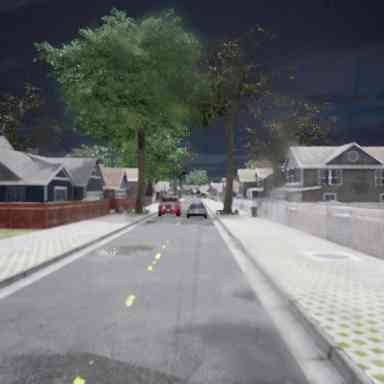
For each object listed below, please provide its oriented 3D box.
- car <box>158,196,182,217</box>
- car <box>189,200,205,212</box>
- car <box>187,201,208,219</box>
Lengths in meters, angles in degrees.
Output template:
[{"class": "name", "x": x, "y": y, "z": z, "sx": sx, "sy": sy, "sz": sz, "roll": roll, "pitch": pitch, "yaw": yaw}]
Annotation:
[{"class": "car", "x": -2.265, "y": 1.458, "z": 35.105, "sx": 2.150, "sy": 2.045, "sz": 5.566, "roll": 0, "pitch": 0, "yaw": 1}, {"class": "car", "x": 0.689, "y": 1.887, "z": 45.878, "sx": 1.994, "sy": 1.385, "sz": 4.181, "roll": 0, "pitch": 0, "yaw": 1}, {"class": "car", "x": 0.509, "y": 1.797, "z": 32.535, "sx": 1.994, "sy": 1.385, "sz": 4.181, "roll": 0, "pitch": 0, "yaw": 1}]
